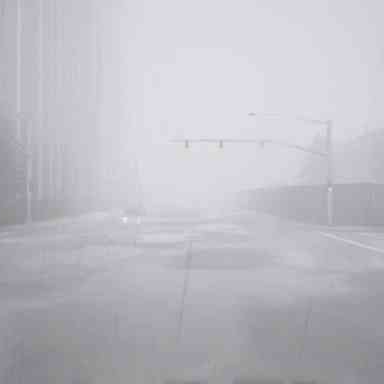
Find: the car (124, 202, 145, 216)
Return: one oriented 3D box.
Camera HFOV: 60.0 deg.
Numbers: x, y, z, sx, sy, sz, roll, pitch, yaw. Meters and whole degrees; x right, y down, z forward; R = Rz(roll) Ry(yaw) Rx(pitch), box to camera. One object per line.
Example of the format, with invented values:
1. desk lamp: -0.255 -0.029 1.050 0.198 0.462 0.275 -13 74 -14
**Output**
1. car: -6.732 2.017 39.447 1.882 1.535 5.008 0 -1 0
